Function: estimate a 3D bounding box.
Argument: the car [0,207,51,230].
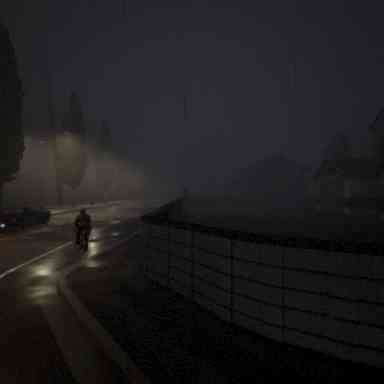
[{"bbox_3d":[-10.715,1.600,21.048,1.895,1.301,4.718,0,0,-1],"label":"car"}]

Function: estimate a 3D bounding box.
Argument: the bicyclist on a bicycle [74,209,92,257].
[{"bbox_3d":[-3.845,1.419,11.667,0.582,1.620,1.656,5,-3,-33],"label":"bicyclist on a bicycle"}]
